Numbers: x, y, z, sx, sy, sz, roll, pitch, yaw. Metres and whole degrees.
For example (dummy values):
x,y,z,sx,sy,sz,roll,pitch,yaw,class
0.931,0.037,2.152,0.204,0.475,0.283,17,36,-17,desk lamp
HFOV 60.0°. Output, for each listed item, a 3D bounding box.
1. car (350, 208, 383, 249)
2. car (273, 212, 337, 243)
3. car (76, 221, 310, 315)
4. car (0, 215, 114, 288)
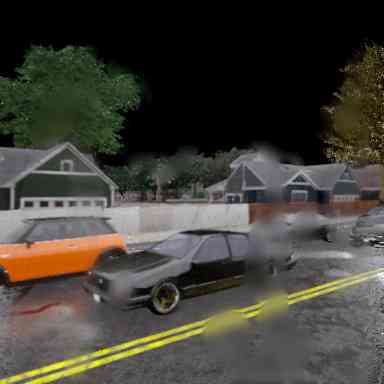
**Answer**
x,y,z,sx,sy,sz,roll,pitch,yaw,class
8.628,1.611,14.193,4.892,1.490,1.837,0,-1,-36,car
4.925,1.664,15.489,4.674,1.442,1.812,0,-1,-37,car
0.296,1.633,7.971,5.357,1.411,2.033,0,-1,-37,car
-4.011,1.468,8.803,4.553,1.767,2.097,0,-1,-37,car
